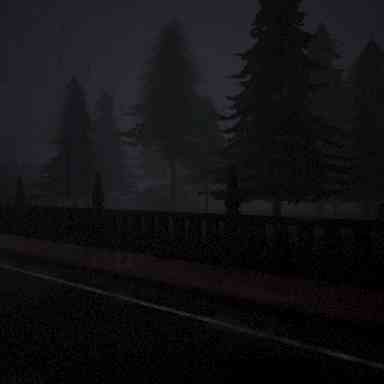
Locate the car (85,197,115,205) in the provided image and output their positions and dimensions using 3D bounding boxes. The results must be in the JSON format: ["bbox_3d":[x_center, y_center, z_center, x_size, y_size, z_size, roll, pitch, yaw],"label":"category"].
[{"bbox_3d":[-14.712,1.404,54.806,2.097,1.767,4.553,0,0,35],"label":"car"}]

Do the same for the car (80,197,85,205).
[{"bbox_3d":[-17.563,1.404,56.836,2.097,1.767,4.553,0,0,35],"label":"car"}]
